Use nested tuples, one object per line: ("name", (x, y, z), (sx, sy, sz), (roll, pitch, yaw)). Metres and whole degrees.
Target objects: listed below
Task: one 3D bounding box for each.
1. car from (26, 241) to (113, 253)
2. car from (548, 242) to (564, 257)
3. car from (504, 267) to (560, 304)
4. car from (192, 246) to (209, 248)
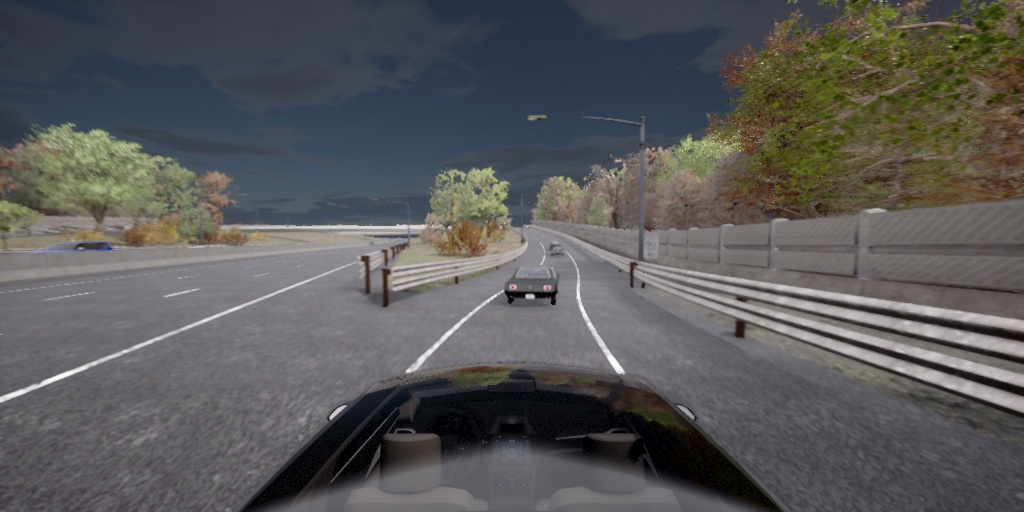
("car", (-32.484, -0.075, 26.474), (2.150, 2.045, 5.566), (-1, 2, -15))
("car", (6.284, -0.739, 49.799), (2.033, 1.411, 5.357), (0, 5, 5))
("car", (0.987, 1.074, 14.691), (1.895, 1.301, 4.718), (0, 1, 9))
("car", (-36.928, -0.450, 42.521), (1.812, 1.442, 4.674), (-1, 3, -15))
